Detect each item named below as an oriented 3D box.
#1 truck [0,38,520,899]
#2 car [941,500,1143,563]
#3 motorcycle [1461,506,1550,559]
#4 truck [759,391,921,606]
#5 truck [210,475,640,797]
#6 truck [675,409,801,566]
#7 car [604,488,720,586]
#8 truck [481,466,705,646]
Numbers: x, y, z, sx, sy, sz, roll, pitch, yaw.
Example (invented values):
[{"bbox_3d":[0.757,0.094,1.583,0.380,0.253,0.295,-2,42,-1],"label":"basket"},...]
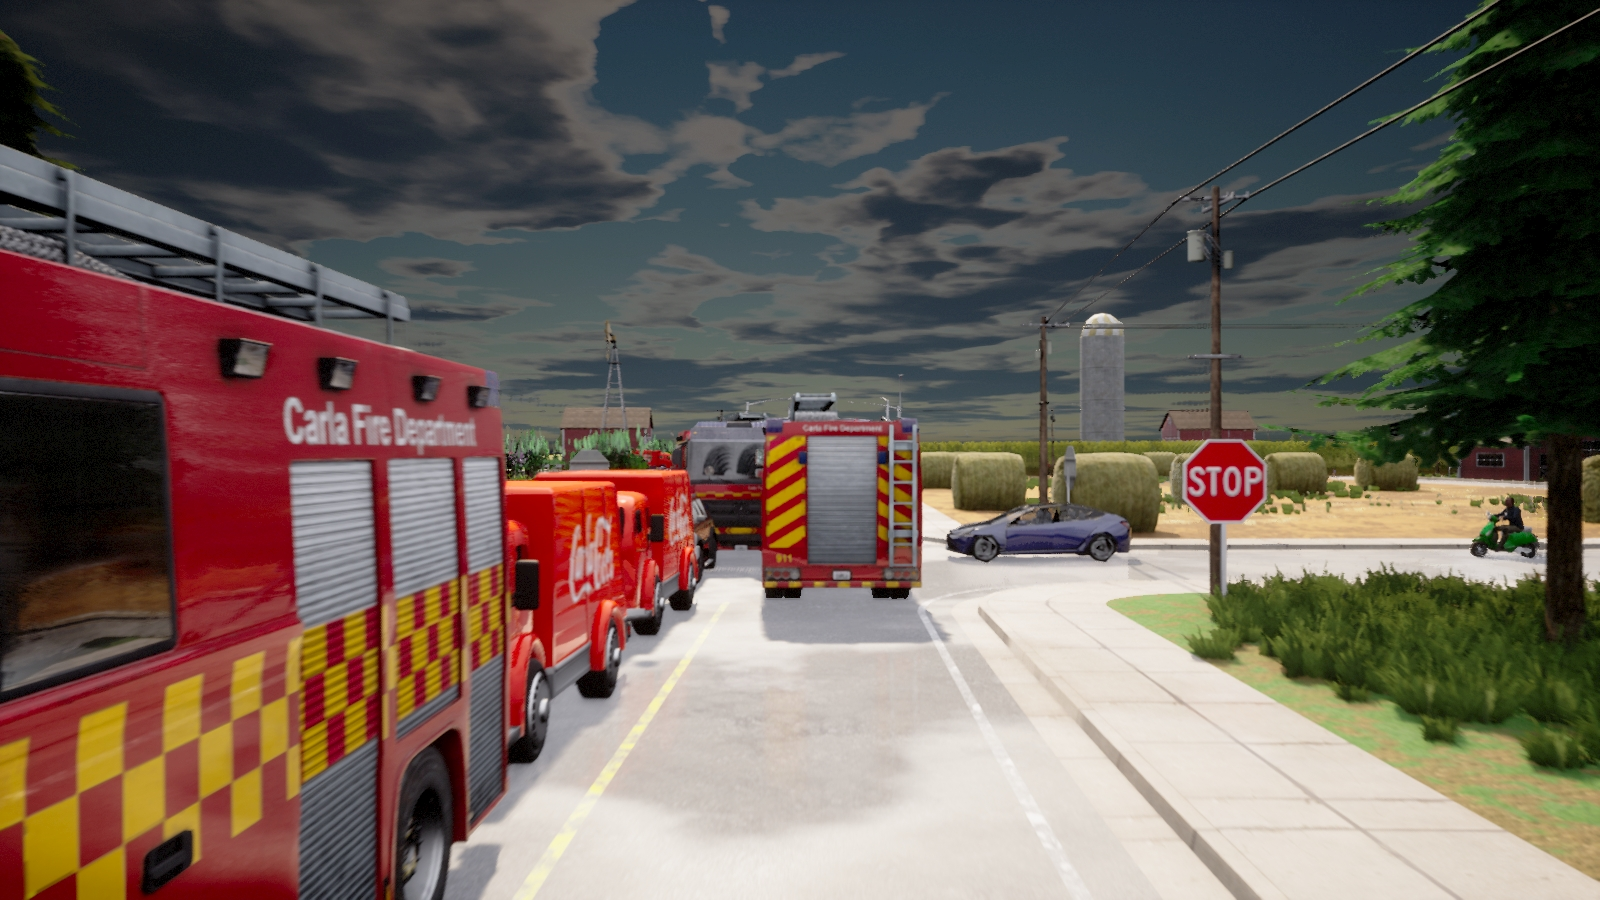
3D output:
[{"bbox_3d":[-3.482,0.862,3.972,2.891,3.827,8.468,0,0,0],"label":"truck"},{"bbox_3d":[6.247,2.091,29.887,4.792,1.488,2.163,0,0,-3],"label":"car"},{"bbox_3d":[18.673,2.174,30.248,1.805,1.316,0.856,1,0,-1],"label":"motorcycle"},{"bbox_3d":[0.629,0.888,24.548,2.891,3.827,8.468,0,0,-1],"label":"truck"},{"bbox_3d":[-3.379,1.545,11.774,2.627,2.467,5.204,0,0,1],"label":"truck"},{"bbox_3d":[-1.973,0.894,32.180,2.891,3.827,8.468,0,0,-8],"label":"truck"},{"bbox_3d":[-2.988,1.854,25.705,1.932,1.855,4.605,0,0,2],"label":"car"},{"bbox_3d":[-3.172,1.550,18.906,2.627,2.467,5.204,0,0,2],"label":"truck"}]
